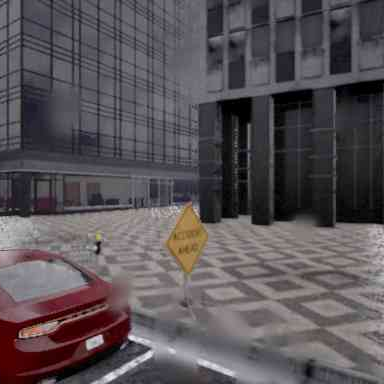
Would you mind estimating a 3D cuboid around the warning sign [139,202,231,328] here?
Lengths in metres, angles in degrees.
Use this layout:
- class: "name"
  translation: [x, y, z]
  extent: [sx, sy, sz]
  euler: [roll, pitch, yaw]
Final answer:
- class: "warning sign"
  translation: [-0.093, 1.120, 5.864]
  extent: [1.060, 1.860, 1.300]
  euler: [0, 0, 36]

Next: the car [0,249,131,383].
- class: "car"
  translation: [-2.910, 1.553, 5.038]
  extent: [4.507, 1.381, 1.887]
  euler: [0, 0, 36]
